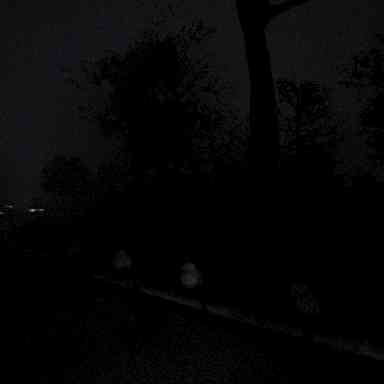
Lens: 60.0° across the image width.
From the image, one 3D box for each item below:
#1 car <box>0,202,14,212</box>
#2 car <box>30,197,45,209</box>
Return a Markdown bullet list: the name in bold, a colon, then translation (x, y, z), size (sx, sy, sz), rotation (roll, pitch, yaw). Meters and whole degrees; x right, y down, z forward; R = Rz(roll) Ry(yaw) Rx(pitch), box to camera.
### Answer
- **car**: translation (-28.165, 2.232, 49.170), size (2.033, 1.411, 5.357), rotation (0, -1, -9)
- **car**: translation (-27.914, 1.992, 60.150), size (2.150, 2.045, 5.566), rotation (0, -1, -21)
